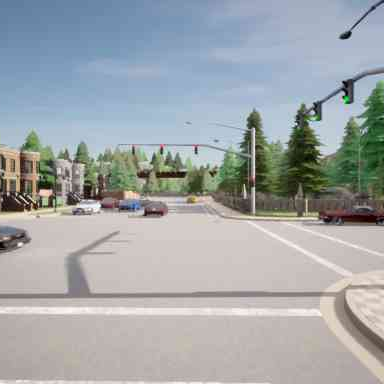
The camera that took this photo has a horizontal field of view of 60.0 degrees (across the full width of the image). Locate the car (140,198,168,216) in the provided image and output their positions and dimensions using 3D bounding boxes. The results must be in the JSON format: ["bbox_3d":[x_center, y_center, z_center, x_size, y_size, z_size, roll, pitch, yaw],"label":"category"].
[{"bbox_3d":[-3.479,1.564,32.575,1.994,1.385,4.181,0,0,1],"label":"car"}]

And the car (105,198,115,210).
[{"bbox_3d":[-10.658,1.477,43.033,1.882,1.535,5.008,0,0,0],"label":"car"}]

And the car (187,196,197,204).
[{"bbox_3d":[-0.007,1.477,64.870,1.882,1.535,5.008,0,0,0],"label":"car"}]

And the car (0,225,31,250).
[{"bbox_3d":[-9.021,1.548,12.423,5.357,1.411,2.033,0,0,1],"label":"car"}]

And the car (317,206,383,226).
[{"bbox_3d":[11.151,1.601,22.850,4.718,1.301,1.895,0,0,2],"label":"car"}]

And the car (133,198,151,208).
[{"bbox_3d":[-7.146,1.564,48.306,1.994,1.385,4.181,0,0,0],"label":"car"}]

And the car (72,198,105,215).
[{"bbox_3d":[-10.652,1.526,33.980,1.812,1.442,4.674,0,0,0],"label":"car"}]

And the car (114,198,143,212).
[{"bbox_3d":[-7.158,1.477,38.319,1.882,1.535,5.008,0,0,0],"label":"car"}]
